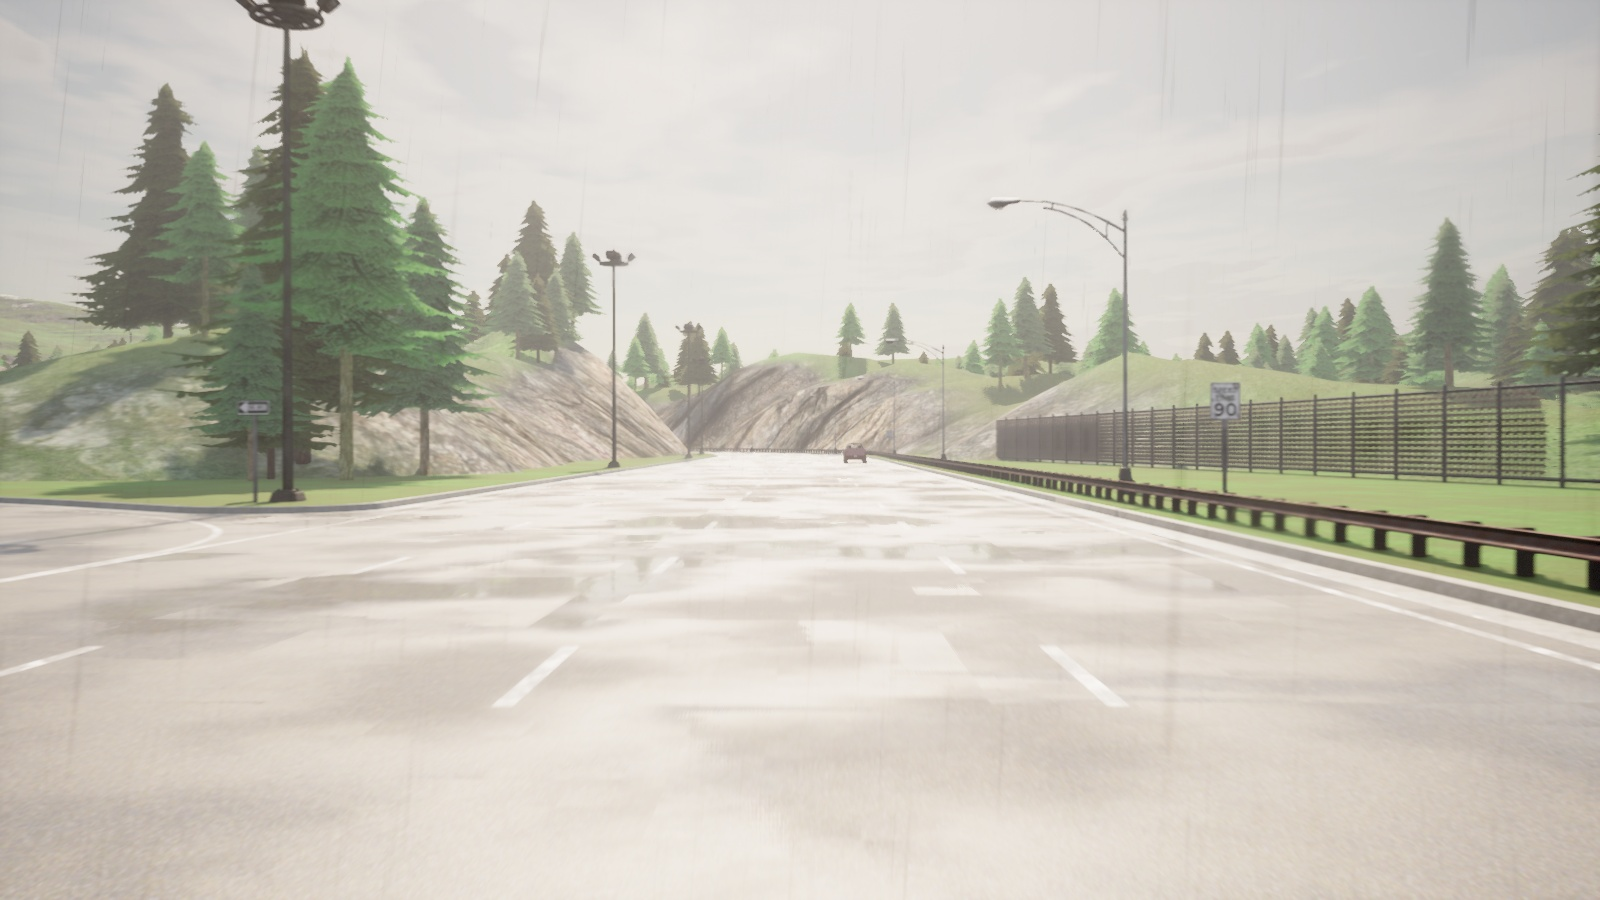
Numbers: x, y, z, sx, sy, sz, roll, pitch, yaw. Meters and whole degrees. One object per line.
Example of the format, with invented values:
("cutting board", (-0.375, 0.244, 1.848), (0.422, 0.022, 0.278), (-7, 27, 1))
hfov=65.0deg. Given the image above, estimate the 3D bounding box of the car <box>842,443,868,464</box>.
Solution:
("car", (4.106, 0.261, 94.007), (1.845, 1.501, 3.633), (0, 0, 1))
